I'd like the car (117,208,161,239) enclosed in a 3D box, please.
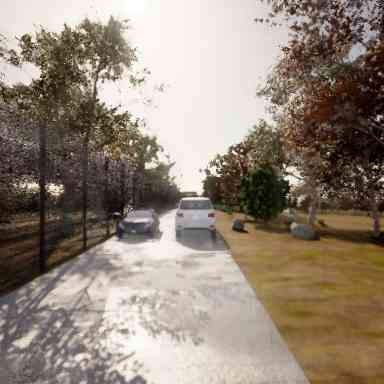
[{"bbox_3d":[-2.757,1.637,18.174,1.812,1.442,4.674,0,-1,0],"label":"car"}]

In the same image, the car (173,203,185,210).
[{"bbox_3d":[-2.282,2.626,60.881,1.895,1.301,4.718,0,-2,1],"label":"car"}]

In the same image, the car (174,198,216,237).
[{"bbox_3d":[0.201,1.339,19.119,2.150,2.045,5.566,0,-1,0],"label":"car"}]

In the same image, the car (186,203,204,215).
[{"bbox_3d":[0.379,2.047,41.597,2.033,1.411,5.357,0,-1,1],"label":"car"}]
